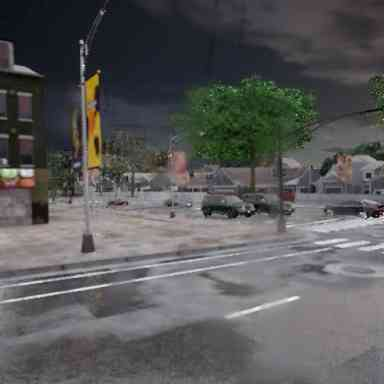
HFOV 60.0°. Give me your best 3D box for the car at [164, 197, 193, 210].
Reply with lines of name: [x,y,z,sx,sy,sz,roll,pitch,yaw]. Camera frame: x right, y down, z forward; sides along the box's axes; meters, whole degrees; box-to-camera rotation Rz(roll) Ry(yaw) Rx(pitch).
car: [-1.749,1.371,41.885,2.128,1.511,4.902,-2,1,-35]

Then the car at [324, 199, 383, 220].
car: [12.974,1.335,26.758,1.837,1.490,4.892,-1,1,-31]

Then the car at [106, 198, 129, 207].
car: [-11.045,1.560,49.494,1.895,1.301,4.718,-2,1,-35]

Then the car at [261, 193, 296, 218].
car: [6.616,1.139,30.055,2.150,2.045,5.566,-2,1,-34]

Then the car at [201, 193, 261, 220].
car: [3.056,1.241,29.457,2.150,2.045,5.566,-2,2,-35]
